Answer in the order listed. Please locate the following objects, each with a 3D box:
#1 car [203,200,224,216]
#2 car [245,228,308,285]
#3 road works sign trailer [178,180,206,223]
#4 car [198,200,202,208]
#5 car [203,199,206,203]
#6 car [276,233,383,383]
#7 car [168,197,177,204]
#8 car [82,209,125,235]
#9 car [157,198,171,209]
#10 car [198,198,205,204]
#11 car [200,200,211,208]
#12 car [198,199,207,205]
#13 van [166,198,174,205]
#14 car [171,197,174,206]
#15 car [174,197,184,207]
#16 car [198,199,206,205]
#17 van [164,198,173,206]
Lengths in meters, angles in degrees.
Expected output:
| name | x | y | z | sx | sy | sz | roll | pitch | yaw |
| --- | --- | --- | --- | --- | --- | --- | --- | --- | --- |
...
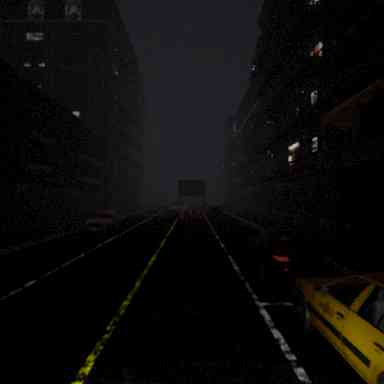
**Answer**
| name | x | y | z | sx | sy | sz | roll | pitch | yaw |
| --- | --- | --- | --- | --- | --- | --- | --- | --- | --- |
| car | 2.577 | 1.940 | 37.107 | 1.887 | 1.381 | 4.507 | 1 | -1 | 0 |
| car | 2.583 | 1.677 | 9.458 | 1.802 | 1.307 | 4.206 | 1 | -1 | 0 |
| road works sign trailer | -0.015 | 0.764 | 28.789 | 2.380 | 3.560 | 2.880 | 0 | -1 | 0 |
| car | 2.572 | 2.211 | 59.227 | 1.887 | 1.381 | 4.507 | 1 | -1 | 0 |
| car | 2.576 | 1.987 | 42.809 | 1.752 | 1.417 | 4.829 | 1 | -1 | 0 |
| car | 2.585 | 1.567 | 4.100 | 1.752 | 1.417 | 4.829 | 2 | -1 | 0 |
| car | -5.310 | 2.433 | 92.472 | 2.192 | 1.841 | 5.009 | 1 | -1 | 0 |
| car | -5.298 | 1.734 | 20.414 | 1.752 | 1.417 | 4.829 | 2 | -1 | 0 |
| car | -5.307 | 2.190 | 59.119 | 1.752 | 1.417 | 4.829 | 2 | -1 | 0 |
| car | 2.575 | 2.557 | 92.411 | 1.967 | 1.590 | 4.097 | 1 | -1 | 0 |
| car | 2.571 | 2.288 | 64.759 | 2.008 | 1.369 | 4.403 | 1 | -1 | 0 |
| car | 2.568 | 2.504 | 81.349 | 1.887 | 1.381 | 4.507 | 1 | -1 | 0 |
| van | -5.308 | 2.301 | 81.412 | 1.690 | 1.788 | 3.998 | 1 | -1 | 0 |
| car | -5.303 | 2.053 | 64.823 | 2.192 | 1.841 | 5.009 | 2 | -1 | 0 |
| car | -2.764 | 2.041 | 71.034 | 2.150 | 2.045 | 5.566 | 0 | -1 | 0 |
| car | 2.567 | 2.582 | 86.878 | 1.887 | 1.381 | 4.507 | 1 | -1 | 0 |
| van | -5.306 | 2.224 | 75.880 | 1.690 | 1.788 | 3.998 | 2 | -1 | 0 |
